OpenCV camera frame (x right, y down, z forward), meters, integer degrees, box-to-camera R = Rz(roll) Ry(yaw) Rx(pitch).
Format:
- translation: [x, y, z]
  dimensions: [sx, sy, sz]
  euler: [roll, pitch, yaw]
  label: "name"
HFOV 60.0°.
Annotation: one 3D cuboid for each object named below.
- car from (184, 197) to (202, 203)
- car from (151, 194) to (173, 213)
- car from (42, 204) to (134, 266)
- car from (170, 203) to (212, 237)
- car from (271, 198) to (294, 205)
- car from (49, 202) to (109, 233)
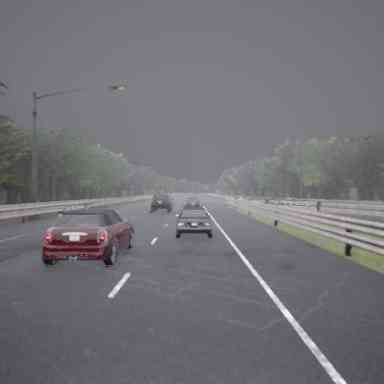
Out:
- translation: [0.111, 1.382, 38.130]
  dimensions: [2.097, 1.767, 4.553]
  euler: [0, 0, 0]
  label: "car"
- translation: [-3.393, 1.251, 38.047]
  dimensions: [2.150, 2.045, 5.566]
  euler: [0, 0, 0]
  label: "car"
- translation: [-3.397, 1.359, 11.772]
  dimensions: [2.097, 1.767, 4.553]
  euler: [0, 0, 0]
  label: "car"
- translation: [0.104, 1.559, 18.053]
  dimensions: [2.033, 1.411, 5.357]
  euler: [0, 0, 0]
  label: "car"
- translation: [13.191, 1.652, 48.205]
  dimensions: [1.837, 1.490, 4.892]
  euler: [0, 0, -14]
  label: "car"
- translation: [-6.887, 1.498, 20.965]
  dimensions: [2.128, 1.511, 4.902]
  euler: [1, 0, 0]
  label: "car"
